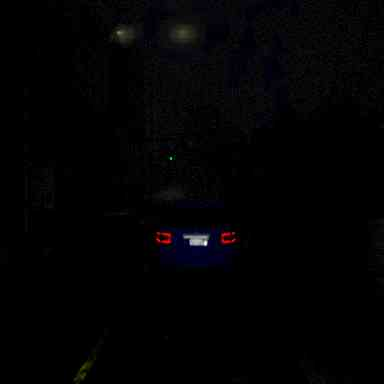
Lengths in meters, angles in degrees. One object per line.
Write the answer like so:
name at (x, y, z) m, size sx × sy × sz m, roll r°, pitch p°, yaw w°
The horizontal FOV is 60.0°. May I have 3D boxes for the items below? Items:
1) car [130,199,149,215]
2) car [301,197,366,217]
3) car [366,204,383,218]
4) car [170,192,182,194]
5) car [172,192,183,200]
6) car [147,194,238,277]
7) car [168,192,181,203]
car at (-3.516, 1.331, 28.779) m, size 1.837 × 1.490 × 4.892 m, roll 3°, pitch 0°, yaw -43°
car at (12.768, 1.338, 30.744) m, size 5.009 × 1.841 × 2.192 m, roll 1°, pitch 0°, yaw 0°
car at (18.166, 1.681, 30.743) m, size 4.206 × 1.307 × 1.802 m, roll 1°, pitch 0°, yaw 0°
car at (-2.783, 1.051, 43.474) m, size 2.128 × 1.511 × 4.902 m, roll 0°, pitch 1°, yaw -1°
car at (-2.680, 0.668, 63.187) m, size 1.895 × 1.301 × 4.718 m, roll 0°, pitch 2°, yaw 1°
car at (0.104, 1.233, 10.462) m, size 2.150 × 2.045 × 5.566 m, roll 0°, pitch 1°, yaw 0°
car at (-2.746, 0.810, 52.880) m, size 1.882 × 1.535 × 5.008 m, roll 0°, pitch 1°, yaw 0°
